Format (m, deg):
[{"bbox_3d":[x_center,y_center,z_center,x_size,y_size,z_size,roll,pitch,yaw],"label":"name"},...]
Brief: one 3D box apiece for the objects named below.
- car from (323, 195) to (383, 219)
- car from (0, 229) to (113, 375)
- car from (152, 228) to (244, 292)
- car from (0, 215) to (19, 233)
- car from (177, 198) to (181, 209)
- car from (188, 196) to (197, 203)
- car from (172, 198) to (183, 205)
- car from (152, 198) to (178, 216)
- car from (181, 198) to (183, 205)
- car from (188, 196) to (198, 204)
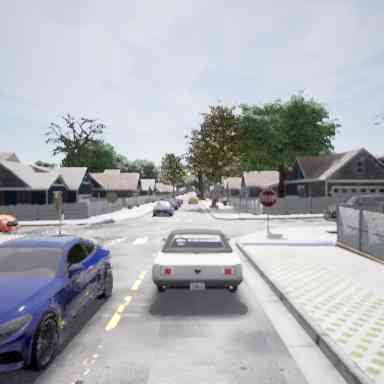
[{"bbox_3d":[11.623,1.041,23.185,4.553,1.767,2.097,-2,0,0],"label":"car"},{"bbox_3d":[-2.717,1.546,5.856,1.812,1.442,4.674,0,0,2],"label":"car"},{"bbox_3d":[0.120,1.630,8.970,1.895,1.301,4.718,0,0,0],"label":"car"},{"bbox_3d":[-13.002,1.723,20.094,4.553,1.767,2.097,-2,0,0],"label":"car"},{"bbox_3d":[-2.776,1.621,43.447,1.812,1.442,4.674,0,0,0],"label":"car"},{"bbox_3d":[0.122,1.696,75.953,2.128,1.511,4.902,0,0,0],"label":"car"},{"bbox_3d":[-2.696,1.741,63.752,1.895,1.301,4.718,0,0,1],"label":"car"},{"bbox_3d":[-2.796,1.625,33.422,2.033,1.411,5.357,0,0,0],"label":"car"},{"bbox_3d":[-2.754,1.717,53.519,1.895,1.301,4.718,0,0,0],"label":"car"},{"bbox_3d":[0.203,1.623,65.994,1.882,1.535,5.008,0,0,0],"label":"car"}]
